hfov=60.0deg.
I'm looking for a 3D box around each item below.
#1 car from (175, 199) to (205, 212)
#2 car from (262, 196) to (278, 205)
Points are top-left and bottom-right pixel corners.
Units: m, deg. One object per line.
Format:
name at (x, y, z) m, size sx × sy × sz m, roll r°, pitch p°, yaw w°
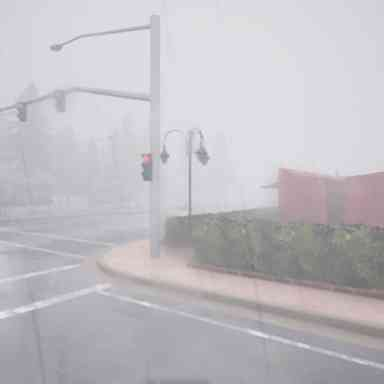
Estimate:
car at (-0.154, 1.610, 40.784) m, size 1.812 × 1.442 × 4.674 m, roll 0°, pitch 0°, yaw 36°
car at (14.481, 1.463, 61.002) m, size 1.837 × 1.490 × 4.892 m, roll 0°, pitch 0°, yaw 36°
